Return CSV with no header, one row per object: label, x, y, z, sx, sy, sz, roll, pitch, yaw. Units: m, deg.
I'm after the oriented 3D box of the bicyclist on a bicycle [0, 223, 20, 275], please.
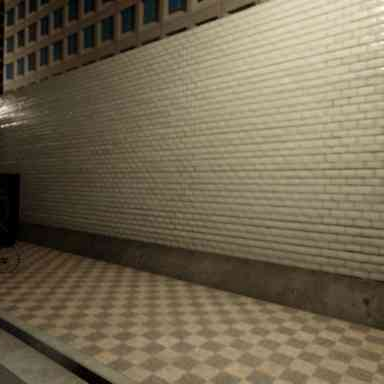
bicyclist on a bicycle,-4.601,1.109,7.280,0.582,1.620,1.656,2,1,38
